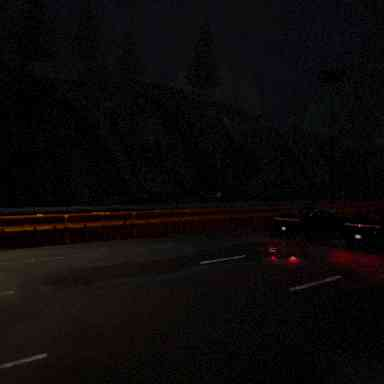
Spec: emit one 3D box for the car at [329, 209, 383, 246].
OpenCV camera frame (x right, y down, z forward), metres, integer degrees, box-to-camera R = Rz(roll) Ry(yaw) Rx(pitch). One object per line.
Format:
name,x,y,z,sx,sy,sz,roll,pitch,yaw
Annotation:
car,8.320,1.495,14.185,4.902,1.511,2.128,0,0,-36

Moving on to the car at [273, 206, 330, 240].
car,6.252,1.495,17.008,4.902,1.511,2.128,0,0,-36
